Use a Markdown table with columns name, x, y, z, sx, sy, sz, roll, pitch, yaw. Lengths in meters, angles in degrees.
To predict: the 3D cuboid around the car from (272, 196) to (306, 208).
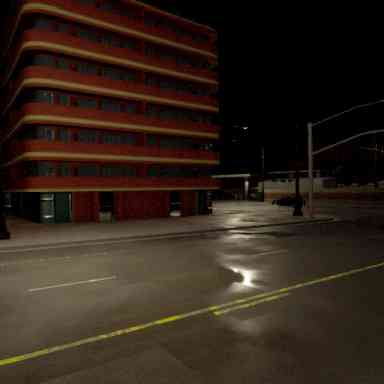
| name | x | y | z | sx | sy | sz | roll | pitch | yaw |
| --- | --- | --- | --- | --- | --- | --- | --- | --- | --- |
| car | 13.401 | 1.367 | 46.344 | 1.837 | 1.490 | 4.892 | -1 | 1 | -37 |

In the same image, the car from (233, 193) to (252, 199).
| name | x | y | z | sx | sy | sz | roll | pitch | yaw |
| --- | --- | --- | --- | --- | --- | --- | --- | --- | --- |
| car | 12.907 | 1.061 | 81.965 | 3.806 | 1.475 | 1.970 | -1 | 1 | -35 |

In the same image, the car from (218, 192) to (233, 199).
| name | x | y | z | sx | sy | sz | roll | pitch | yaw |
| --- | --- | --- | --- | --- | --- | --- | --- | --- | --- |
| car | 8.936 | 0.930 | 86.187 | 4.611 | 1.667 | 2.242 | -1 | 1 | -35 |
